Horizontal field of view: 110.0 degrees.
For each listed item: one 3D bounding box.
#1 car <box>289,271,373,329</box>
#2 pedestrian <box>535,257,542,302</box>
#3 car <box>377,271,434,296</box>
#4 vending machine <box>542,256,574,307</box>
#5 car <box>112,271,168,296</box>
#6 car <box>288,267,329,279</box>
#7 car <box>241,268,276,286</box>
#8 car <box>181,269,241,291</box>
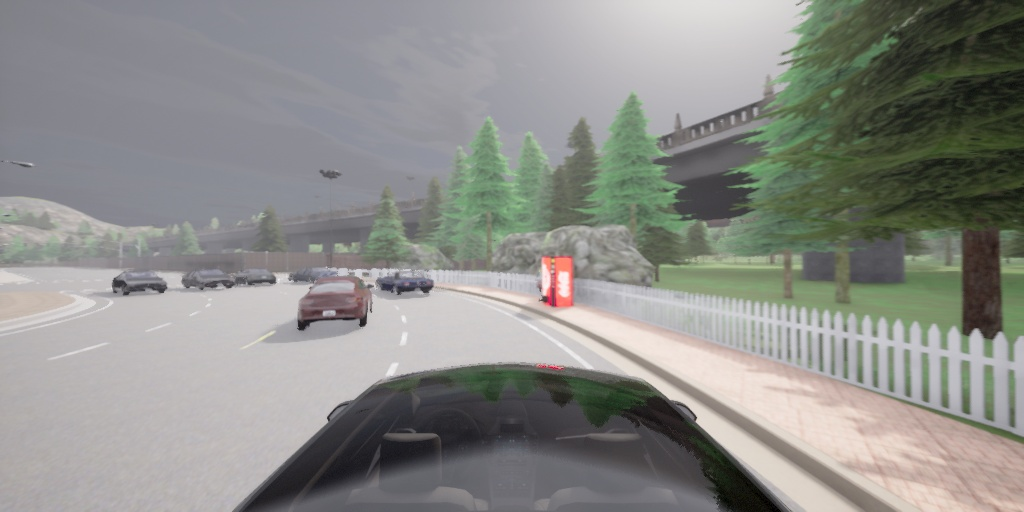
[{"bbox_3d":[-5.645,1.384,11.757,1.812,1.442,4.674,0,0,-19],"label":"car"},{"bbox_3d":[1.291,0.938,14.379,0.375,1.860,0.375,-1,0,-21],"label":"pedestrian"},{"bbox_3d":[-6.379,1.537,20.978,1.895,1.301,4.718,0,0,-37],"label":"car"},{"bbox_3d":[1.750,0.984,13.749,1.100,2.100,0.880,0,0,-20],"label":"vending machine"},{"bbox_3d":[-23.642,1.652,22.697,5.357,1.411,2.033,-1,0,35],"label":"car"},{"bbox_3d":[-17.258,1.650,31.116,5.357,1.411,2.033,-1,0,34],"label":"car"},{"bbox_3d":[-21.199,1.674,29.452,4.181,1.385,1.994,-1,0,35],"label":"car"},{"bbox_3d":[-21.914,1.655,25.766,5.357,1.411,2.033,-1,0,34],"label":"car"}]
